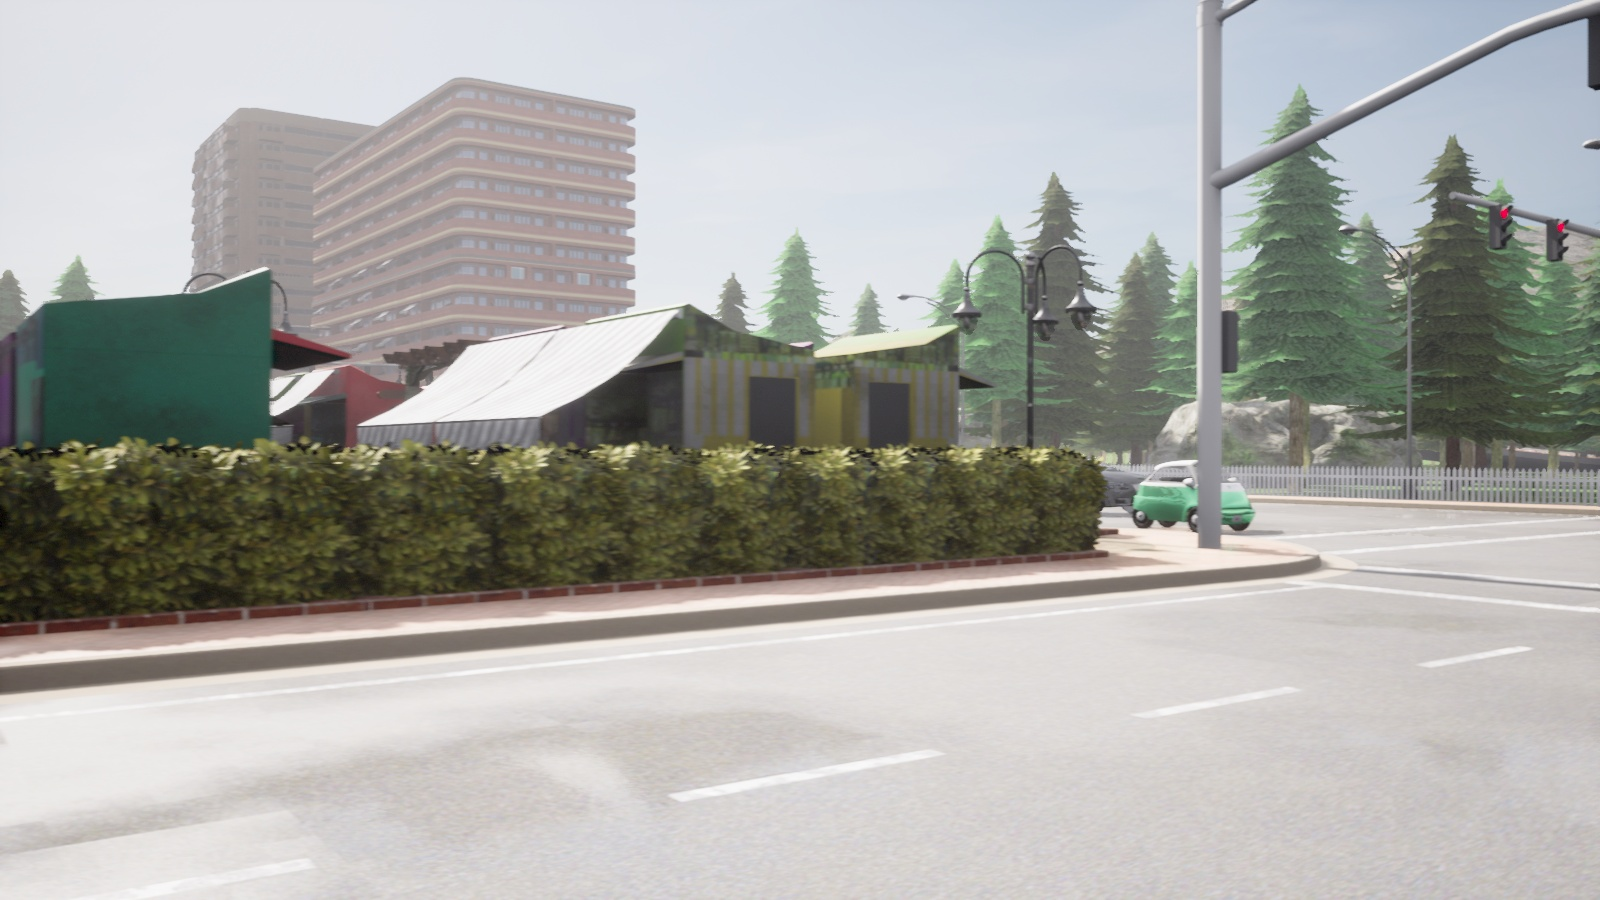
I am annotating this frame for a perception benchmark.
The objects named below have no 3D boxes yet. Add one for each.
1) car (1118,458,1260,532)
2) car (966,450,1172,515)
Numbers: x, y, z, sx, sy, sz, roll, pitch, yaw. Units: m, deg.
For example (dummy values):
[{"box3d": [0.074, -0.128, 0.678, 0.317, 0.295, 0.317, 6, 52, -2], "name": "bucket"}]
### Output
[{"box3d": [7.569, 0.844, 24.527, 1.481, 1.376, 2.207, 0, -1, -34], "name": "car"}, {"box3d": [6.685, 0.765, 31.706, 2.128, 1.511, 4.902, 0, 0, -36], "name": "car"}]
